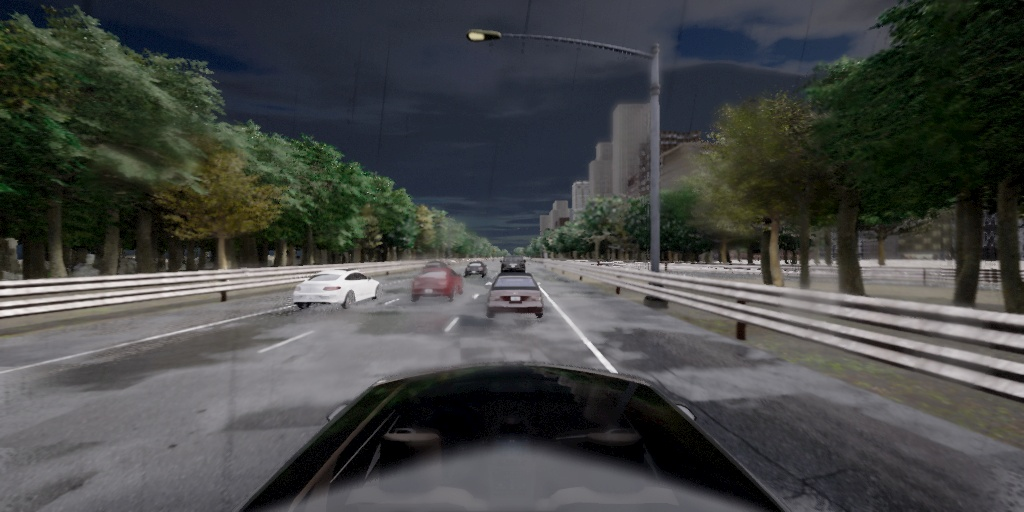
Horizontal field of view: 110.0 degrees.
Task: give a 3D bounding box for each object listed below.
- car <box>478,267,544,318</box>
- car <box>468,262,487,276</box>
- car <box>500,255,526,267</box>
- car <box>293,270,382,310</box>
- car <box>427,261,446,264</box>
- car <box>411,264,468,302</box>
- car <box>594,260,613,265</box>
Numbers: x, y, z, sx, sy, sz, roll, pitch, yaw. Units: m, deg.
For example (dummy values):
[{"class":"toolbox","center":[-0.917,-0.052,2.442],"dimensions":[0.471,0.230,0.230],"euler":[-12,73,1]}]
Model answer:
[{"class":"car","center":[0.101,1.295,13.014],"dimensions":[2.033,1.411,5.357],"euler":[0,0,0]},{"class":"car","center":[-3.403,1.261,34.293],"dimensions":[1.812,1.442,4.674],"euler":[0,0,0]},{"class":"car","center":[0.096,0.958,32.391],"dimensions":[2.150,2.045,5.566],"euler":[0,0,0]},{"class":"car","center":[-6.901,1.272,14.586],"dimensions":[1.812,1.442,4.674],"euler":[0,0,0]},{"class":"car","center":[-6.902,1.241,33.115],"dimensions":[1.837,1.490,4.892],"euler":[0,0,0]},{"class":"car","center":[-3.417,1.271,16.962],"dimensions":[1.812,1.442,4.674],"euler":[0,0,0]},{"class":"car","center":[14.245,1.344,56.474],"dimensions":[1.837,1.490,4.892],"euler":[-1,1,-30]}]
